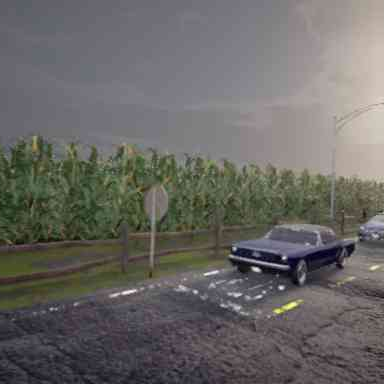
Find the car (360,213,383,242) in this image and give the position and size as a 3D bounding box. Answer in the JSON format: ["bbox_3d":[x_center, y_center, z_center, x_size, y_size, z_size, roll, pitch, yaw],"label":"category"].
[{"bbox_3d":[10.125,1.803,17.006,1.812,1.442,4.674,2,0,45],"label":"car"}]

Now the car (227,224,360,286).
[{"bbox_3d":[3.118,1.665,9.882,1.895,1.301,4.718,2,0,44],"label":"car"}]
